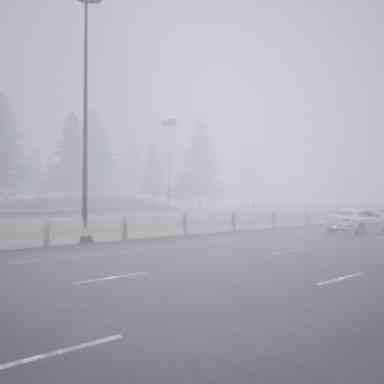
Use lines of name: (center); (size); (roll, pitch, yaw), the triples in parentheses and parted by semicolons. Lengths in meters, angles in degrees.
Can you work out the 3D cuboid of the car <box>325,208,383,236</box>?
car: (9.508, 1.659, 19.126); (4.674, 1.442, 1.812); (1, 0, -36)
